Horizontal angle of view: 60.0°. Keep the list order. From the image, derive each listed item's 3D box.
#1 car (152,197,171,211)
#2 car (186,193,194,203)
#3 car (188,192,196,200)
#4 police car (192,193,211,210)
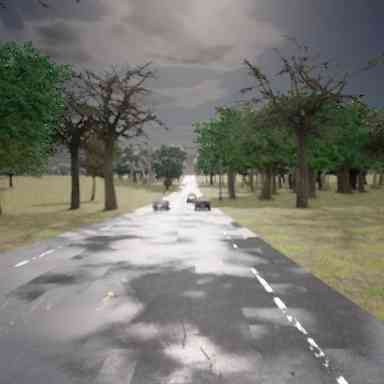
[{"bbox_3d":[-3.584,1.399,39.519,2.128,1.511,4.902,0,0,0],"label":"car"},{"bbox_3d":[0.007,1.303,59.823,1.994,1.385,4.181,0,1,0],"label":"car"},{"bbox_3d":[0.009,0.895,75.487,1.882,1.535,5.008,0,1,0],"label":"car"},{"bbox_3d":[1.230,1.328,40.385,1.930,1.638,5.238,0,0,0],"label":"police car"}]
